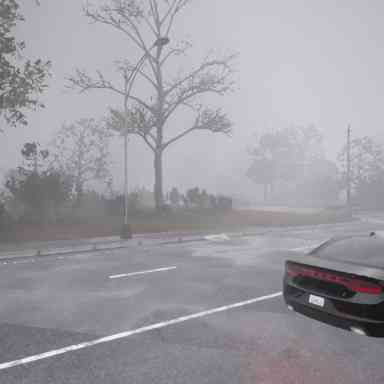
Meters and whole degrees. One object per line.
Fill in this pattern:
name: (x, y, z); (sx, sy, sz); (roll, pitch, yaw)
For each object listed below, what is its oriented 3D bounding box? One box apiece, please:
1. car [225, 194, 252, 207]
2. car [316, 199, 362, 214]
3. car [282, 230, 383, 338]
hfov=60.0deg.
car: (7.059, 1.296, 52.359); (2.150, 2.045, 5.566); (0, 0, -26)
car: (15.740, 1.490, 35.917); (2.128, 1.511, 4.902); (0, 0, -30)
car: (3.906, 1.478, 6.414); (5.008, 1.535, 1.882); (0, 0, -35)
